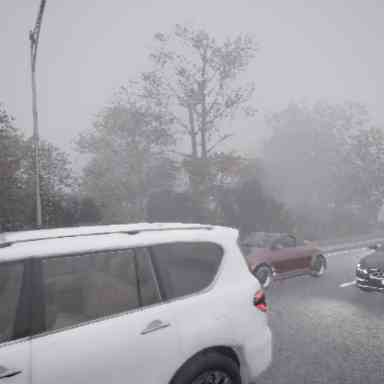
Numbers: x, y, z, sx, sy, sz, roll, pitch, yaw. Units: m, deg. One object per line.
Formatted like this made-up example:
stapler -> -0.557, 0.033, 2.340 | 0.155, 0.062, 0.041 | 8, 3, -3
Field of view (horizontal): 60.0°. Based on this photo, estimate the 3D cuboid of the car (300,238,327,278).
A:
car -> 2.268, 1.974, 10.236 | 4.181, 1.385, 1.994 | 2, -3, -37

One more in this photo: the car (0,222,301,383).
car -> -1.718, 1.383, 2.939 | 5.566, 2.045, 2.150 | 0, -3, -36

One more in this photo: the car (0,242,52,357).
car -> -4.938, 1.794, 4.944 | 4.902, 1.511, 2.128 | 0, -2, -36

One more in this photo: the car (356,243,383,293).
car -> 6.201, 1.825, 8.900 | 4.892, 1.490, 1.837 | 2, -4, -39
